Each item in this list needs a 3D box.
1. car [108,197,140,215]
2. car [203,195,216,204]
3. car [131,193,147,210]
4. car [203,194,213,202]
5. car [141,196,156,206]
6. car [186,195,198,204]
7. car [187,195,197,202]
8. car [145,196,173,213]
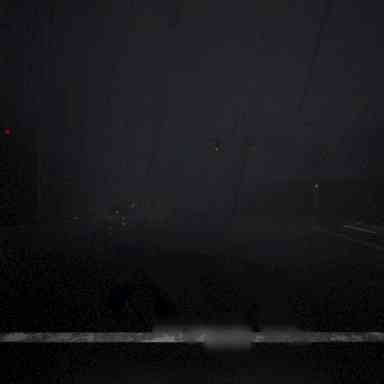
[{"bbox_3d":[-7.105,1.547,34.172,2.033,1.411,5.357,0,0,0],"label":"car"},{"bbox_3d":[3.595,1.547,64.145,2.033,1.411,5.357,0,0,0],"label":"car"},{"bbox_3d":[-7.107,1.221,44.360,2.150,2.045,5.566,0,0,0],"label":"car"},{"bbox_3d":[3.491,1.355,74.367,2.097,1.767,4.553,0,0,0],"label":"car"},{"bbox_3d":[-7.098,1.505,54.753,1.837,1.490,4.892,0,0,0],"label":"car"},{"bbox_3d":[-0.010,1.505,63.678,1.837,1.490,4.892,0,0,0],"label":"car"},{"bbox_3d":[-0.011,1.413,73.788,1.994,1.385,4.181,0,0,0],"label":"car"},{"bbox_3d":[-3.604,1.491,37.608,2.128,1.511,4.902,0,0,0],"label":"car"}]
